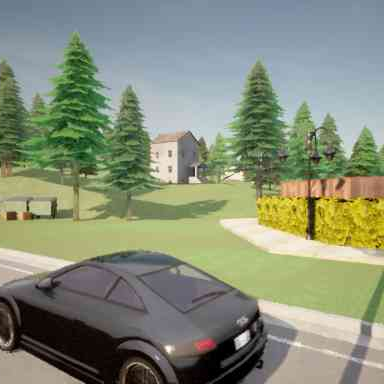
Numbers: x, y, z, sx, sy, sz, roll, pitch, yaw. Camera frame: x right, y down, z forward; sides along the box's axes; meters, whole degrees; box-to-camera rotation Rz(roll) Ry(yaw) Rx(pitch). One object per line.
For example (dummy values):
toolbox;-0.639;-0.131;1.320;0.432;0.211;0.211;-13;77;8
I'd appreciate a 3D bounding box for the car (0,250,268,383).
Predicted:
car;-1.078;1.563;4.758;4.181;1.385;1.994;0;0;36
